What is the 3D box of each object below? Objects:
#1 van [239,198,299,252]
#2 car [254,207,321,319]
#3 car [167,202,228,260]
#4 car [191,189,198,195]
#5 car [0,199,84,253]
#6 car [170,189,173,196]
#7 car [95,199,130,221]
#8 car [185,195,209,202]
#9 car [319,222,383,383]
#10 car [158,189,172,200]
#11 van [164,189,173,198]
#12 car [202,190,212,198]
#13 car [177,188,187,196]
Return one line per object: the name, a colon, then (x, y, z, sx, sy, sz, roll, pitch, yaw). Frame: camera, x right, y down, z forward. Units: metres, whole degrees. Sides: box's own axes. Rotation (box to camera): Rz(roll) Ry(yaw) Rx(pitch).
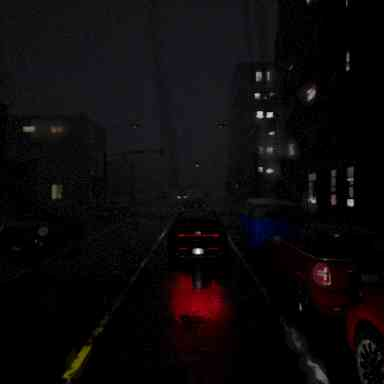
van: (2.804, 1.156, 12.497, 1.690, 1.788, 3.998, 1, 1, 0)
car: (2.760, 1.334, 7.092, 1.967, 1.590, 4.097, 1, 1, 0)
car: (0.189, 1.334, 11.626, 1.837, 1.490, 4.892, 0, 1, 0)
car: (0.688, 0.223, 89.374, 1.994, 1.385, 4.181, 0, 1, 0)
car: (-5.577, 1.252, 12.570, 1.967, 1.590, 4.097, 1, 1, 0)
car: (-5.161, 0.552, 67.016, 1.887, 1.381, 4.507, 1, 1, 0)
car: (-5.497, 1.204, 23.384, 2.008, 1.369, 4.403, 1, 1, 0)
car: (0.326, 1.165, 29.460, 1.895, 1.301, 4.718, 0, 1, 0)
car: (2.721, 1.289, 1.683, 2.192, 1.841, 5.009, 1, 1, 0)
car: (-5.281, 0.636, 61.335, 1.887, 1.381, 4.507, 1, 1, 0)
van: (-5.113, 0.265, 72.699, 1.690, 1.788, 3.998, 1, 1, 0)
car: (3.265, 0.365, 72.697, 1.967, 1.590, 4.097, 1, 1, 0)
car: (-2.369, 0.010, 82.093, 2.150, 2.045, 5.566, 0, 1, 0)
